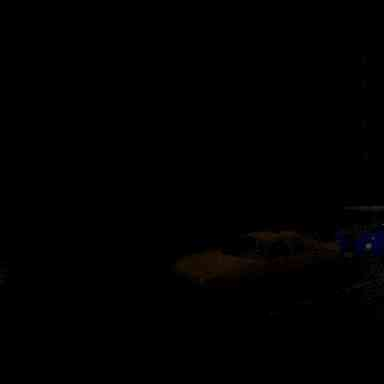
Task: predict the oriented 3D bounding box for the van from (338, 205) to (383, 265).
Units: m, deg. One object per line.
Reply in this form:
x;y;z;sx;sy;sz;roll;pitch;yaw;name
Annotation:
6.344;1.326;11.076;3.998;1.788;1.690;0;-1;-36;van

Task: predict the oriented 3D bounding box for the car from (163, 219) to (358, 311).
1.661;1.518;7.730;4.829;1.417;1.752;0;-1;-36;car
